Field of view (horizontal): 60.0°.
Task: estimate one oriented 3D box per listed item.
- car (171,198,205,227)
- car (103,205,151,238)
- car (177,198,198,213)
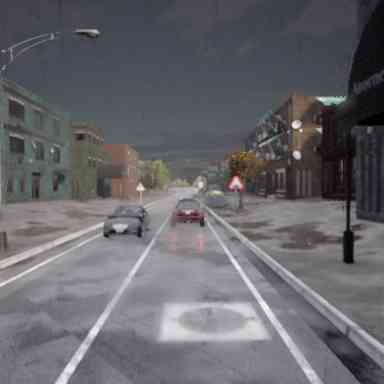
[{"bbox_3d":[-0.284,1.275,22.494,2.097,1.767,4.553,0,0,-1],"label":"car"},{"bbox_3d":[-3.285,1.452,17.402,2.128,1.511,4.902,0,0,-1],"label":"car"},{"bbox_3d":[-0.529,1.378,36.005,2.033,1.411,5.357,-1,0,-1],"label":"car"}]
